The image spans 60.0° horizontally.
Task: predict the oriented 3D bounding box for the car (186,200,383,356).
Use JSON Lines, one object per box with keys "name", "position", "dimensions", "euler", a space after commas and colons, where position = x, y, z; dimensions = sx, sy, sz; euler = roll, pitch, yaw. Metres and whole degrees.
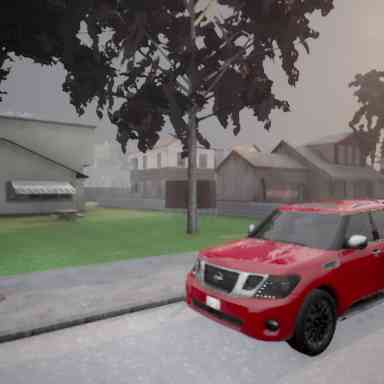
{"name": "car", "position": [2.545, 1.212, 6.440], "dimensions": [5.566, 2.045, 2.150], "euler": [-1, 1, -36]}
